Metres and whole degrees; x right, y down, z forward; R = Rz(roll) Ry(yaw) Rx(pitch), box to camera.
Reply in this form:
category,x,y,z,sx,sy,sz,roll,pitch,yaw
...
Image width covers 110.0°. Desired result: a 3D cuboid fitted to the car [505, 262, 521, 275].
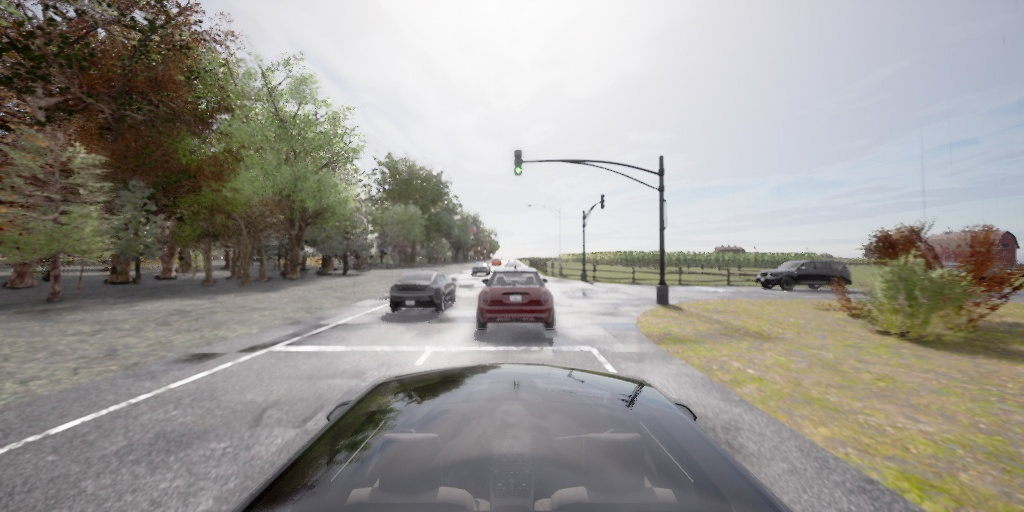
category,x,y,z,sx,sy,sz,roll,pitch,yaw
car,0.113,1.393,41.121,1.812,1.442,4.674,0,0,0

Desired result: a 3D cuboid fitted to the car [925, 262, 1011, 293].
category,x,y,z,sx,sy,sz,roll,pitch,yaw
car,30.297,1.425,24.531,5.566,2.045,2.150,1,-1,0

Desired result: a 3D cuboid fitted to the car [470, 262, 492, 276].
category,x,y,z,sx,sy,sz,roll,pitch,yaw
car,-3.389,1.412,40.165,2.033,1.411,5.357,0,0,0

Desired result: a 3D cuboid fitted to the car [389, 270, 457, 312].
category,x,y,z,sx,sy,sz,roll,pitch,yaw
car,-3.395,1.297,14.377,1.837,1.490,4.892,0,0,0

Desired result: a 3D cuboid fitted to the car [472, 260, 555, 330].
category,x,y,z,sx,sy,sz,roll,pitch,yaw
car,0.102,1.132,11.429,2.097,1.767,4.553,0,0,0

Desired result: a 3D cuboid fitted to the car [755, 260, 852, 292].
category,x,y,z,sx,sy,sz,roll,pitch,yaw
car,19.919,1.312,24.583,5.566,2.045,2.150,1,-1,0
